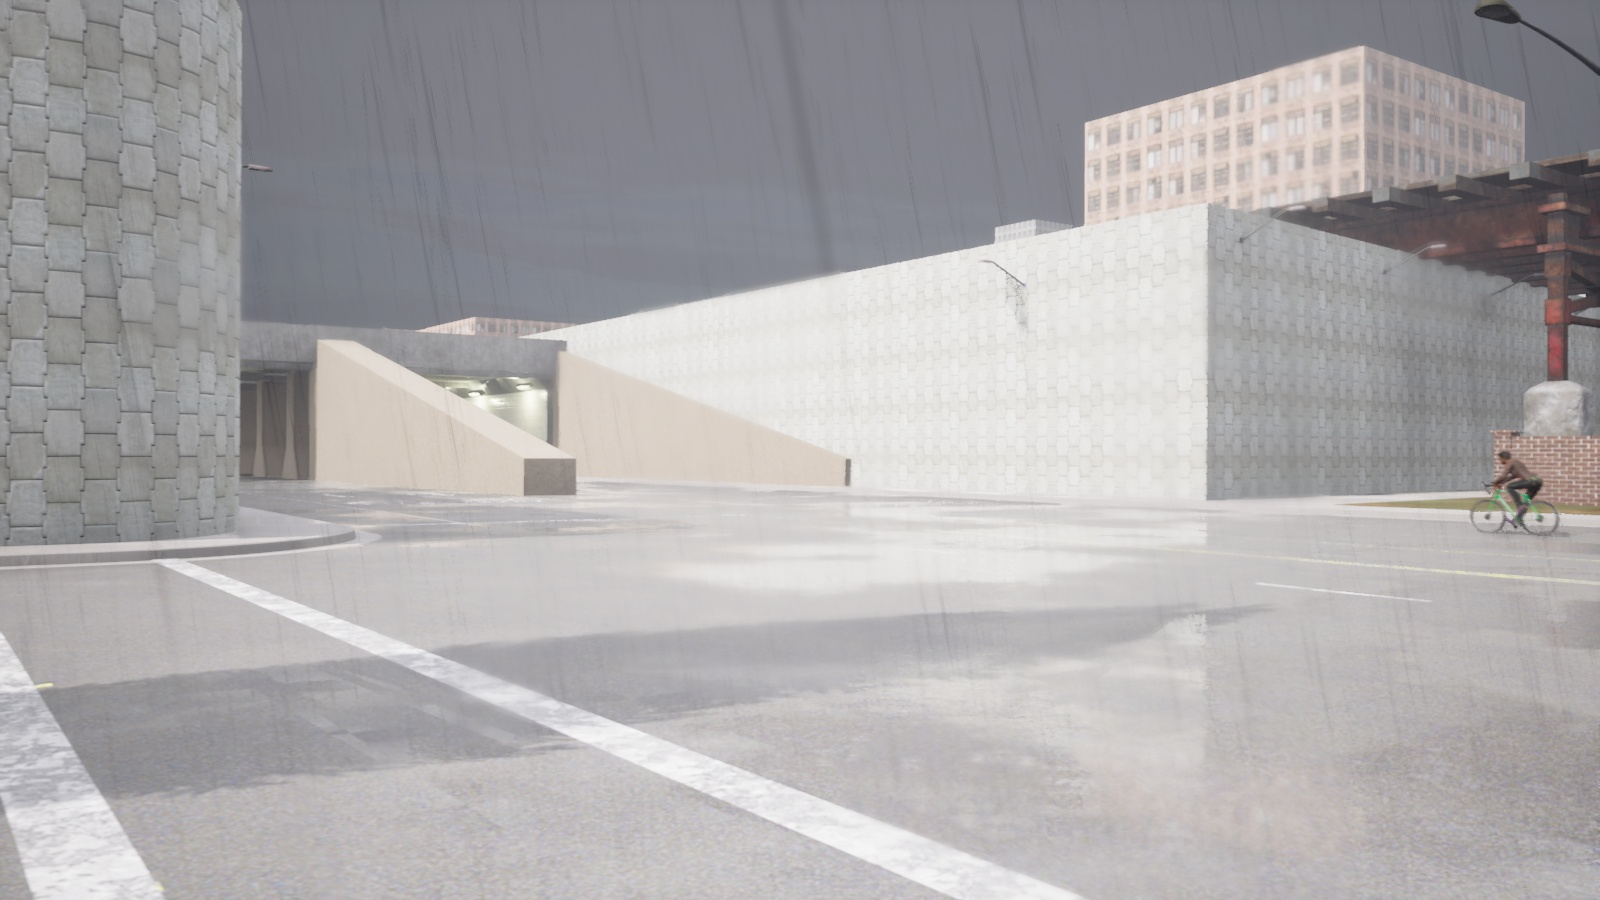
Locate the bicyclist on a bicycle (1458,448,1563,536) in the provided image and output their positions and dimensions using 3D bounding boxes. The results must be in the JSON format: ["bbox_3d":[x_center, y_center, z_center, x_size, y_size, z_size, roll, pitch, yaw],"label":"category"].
[{"bbox_3d":[13.613,0.783,24.109,0.582,1.620,1.656,0,-1,-34],"label":"bicyclist on a bicycle"}]
